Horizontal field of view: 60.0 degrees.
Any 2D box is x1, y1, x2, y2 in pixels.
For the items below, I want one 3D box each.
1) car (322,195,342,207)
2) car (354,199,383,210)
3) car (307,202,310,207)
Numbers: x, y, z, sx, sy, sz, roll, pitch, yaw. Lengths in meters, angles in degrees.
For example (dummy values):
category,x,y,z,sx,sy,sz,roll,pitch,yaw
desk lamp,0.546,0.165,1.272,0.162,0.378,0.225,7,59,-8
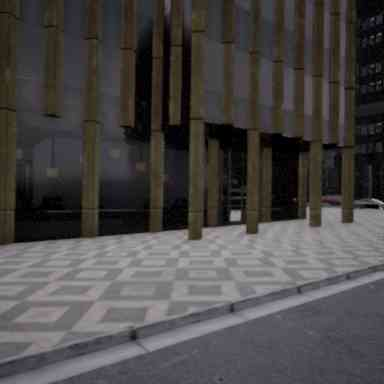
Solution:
category,x,y,z,sx,sy,sz,roll,pitch,yaw
car,22.128,1.429,53.613,2.192,1.841,5.009,1,-1,-35
car,21.518,1.491,39.681,1.947,1.339,4.313,1,-1,-35
car,15.163,1.524,48.691,1.802,1.307,4.206,1,-1,-35
